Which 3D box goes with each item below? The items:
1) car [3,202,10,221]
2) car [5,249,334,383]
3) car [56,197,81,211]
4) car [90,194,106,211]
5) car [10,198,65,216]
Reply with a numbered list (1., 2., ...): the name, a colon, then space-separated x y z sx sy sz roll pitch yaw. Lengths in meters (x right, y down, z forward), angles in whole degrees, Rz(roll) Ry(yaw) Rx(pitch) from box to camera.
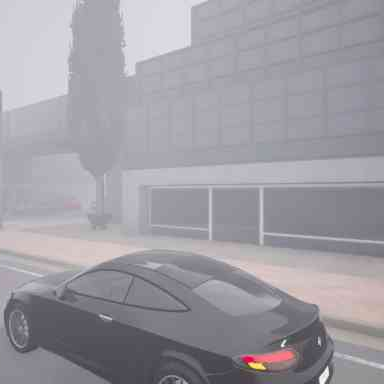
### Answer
1. car: -14.778 1.564 21.879 1.994 1.385 4.181 0 0 35
2. car: -0.638 1.526 4.441 4.674 1.442 1.812 0 0 36
3. car: -15.476 1.352 39.325 2.097 1.767 4.553 0 0 36
4. car: -9.909 1.221 41.072 2.150 2.045 5.566 0 0 35
5. car: -15.614 1.601 33.140 1.895 1.301 4.718 0 0 36
